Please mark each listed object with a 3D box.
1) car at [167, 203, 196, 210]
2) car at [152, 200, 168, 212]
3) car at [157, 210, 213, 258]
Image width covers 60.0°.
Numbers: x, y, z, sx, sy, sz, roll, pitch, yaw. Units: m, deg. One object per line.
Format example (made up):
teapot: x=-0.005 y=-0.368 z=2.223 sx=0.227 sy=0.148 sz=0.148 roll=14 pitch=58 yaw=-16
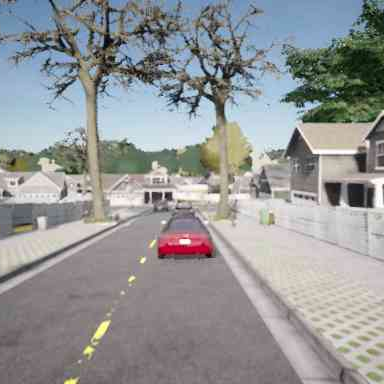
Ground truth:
car: x=-0.666 y=1.639 z=27.682 sx=2.128 sy=1.511 sz=4.902 roll=0 pitch=0 yaw=-1
car: x=-3.903 y=1.754 z=42.370 sx=2.128 sy=1.511 sz=4.902 roll=0 pitch=0 yaw=-1
car: x=-0.264 y=1.614 z=13.014 sx=1.994 sy=1.385 sz=4.181 roll=0 pitch=0 yaw=-1
